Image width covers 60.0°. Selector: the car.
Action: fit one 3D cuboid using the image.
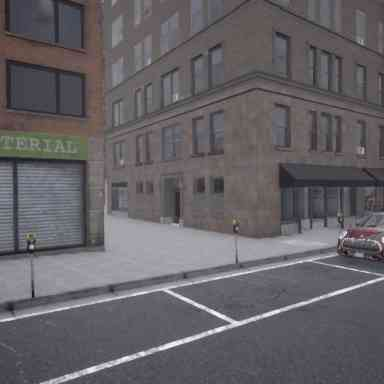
[{"bbox_3d":[6.841,1.438,11.555,4.097,1.590,1.967,0,-1,-36],"label":"car"}]
